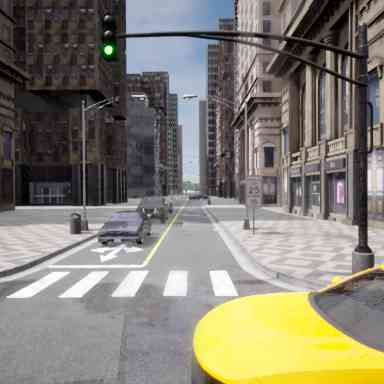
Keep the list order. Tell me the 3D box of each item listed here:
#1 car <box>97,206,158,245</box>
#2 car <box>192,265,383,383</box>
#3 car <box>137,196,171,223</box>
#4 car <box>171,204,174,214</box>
[{"bbox_3d":[-3.110,1.643,16.481,2.033,1.411,5.357,0,0,0],"label":"car"},{"bbox_3d":[2.498,1.471,3.240,5.008,1.535,1.882,0,1,0],"label":"car"},{"bbox_3d":[-3.109,1.349,26.701,2.150,2.045,5.566,0,0,-1],"label":"car"},{"bbox_3d":[-3.093,1.685,37.031,1.812,1.442,4.674,0,0,0],"label":"car"}]
